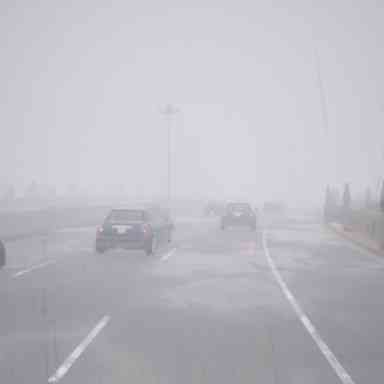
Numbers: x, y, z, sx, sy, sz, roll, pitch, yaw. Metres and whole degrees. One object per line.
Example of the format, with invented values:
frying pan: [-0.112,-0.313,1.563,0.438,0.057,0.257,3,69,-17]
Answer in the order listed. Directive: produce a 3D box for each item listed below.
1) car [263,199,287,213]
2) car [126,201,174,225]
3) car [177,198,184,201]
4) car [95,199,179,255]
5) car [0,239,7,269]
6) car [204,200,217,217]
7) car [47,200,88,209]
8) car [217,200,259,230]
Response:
car: [9.589,1.560,38.236,1.882,1.535,5.008,0,0,26]
car: [-3.035,1.514,25.209,1.837,1.490,4.892,0,0,16]
car: [-2.748,1.605,52.513,1.994,1.385,4.181,0,0,31]
car: [-2.108,1.354,13.499,2.097,1.767,4.553,0,0,8]
car: [-6.372,1.328,7.511,2.097,1.767,4.553,0,0,5]
car: [2.576,1.546,30.964,1.837,1.490,4.892,0,0,20]
car: [-13.898,1.568,37.352,1.895,1.301,4.718,0,0,21]
car: [3.176,1.388,21.470,2.097,1.767,4.553,0,0,14]
